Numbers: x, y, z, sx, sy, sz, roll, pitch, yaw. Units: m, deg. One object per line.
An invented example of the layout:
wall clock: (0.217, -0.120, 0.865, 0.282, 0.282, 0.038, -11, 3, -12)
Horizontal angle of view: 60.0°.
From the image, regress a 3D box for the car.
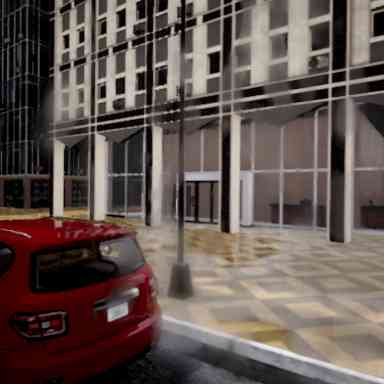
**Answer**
car: (-2.698, 1.299, 4.800, 5.009, 1.841, 2.192, 0, 1, 36)
